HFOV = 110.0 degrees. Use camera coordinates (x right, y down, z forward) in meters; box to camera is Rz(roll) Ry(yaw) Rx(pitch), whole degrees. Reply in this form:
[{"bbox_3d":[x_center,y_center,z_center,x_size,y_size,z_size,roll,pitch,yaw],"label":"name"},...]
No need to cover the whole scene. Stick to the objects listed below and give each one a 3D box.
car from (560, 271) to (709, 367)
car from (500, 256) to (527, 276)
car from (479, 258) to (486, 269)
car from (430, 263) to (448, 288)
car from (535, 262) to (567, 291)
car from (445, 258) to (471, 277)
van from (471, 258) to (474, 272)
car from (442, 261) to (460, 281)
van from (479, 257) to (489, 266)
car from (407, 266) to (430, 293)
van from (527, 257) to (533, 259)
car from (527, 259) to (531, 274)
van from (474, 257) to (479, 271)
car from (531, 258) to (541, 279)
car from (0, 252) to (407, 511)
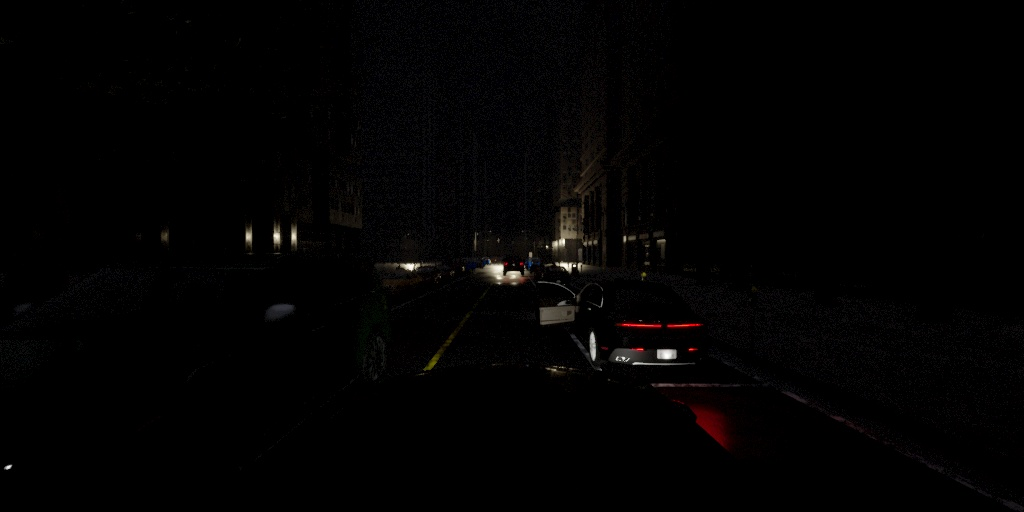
[{"bbox_3d":[2.372,1.254,7.900,1.837,1.490,4.892,0,0,0],"label":"car"},{"bbox_3d":[0.181,0.976,38.297,2.150,2.045,5.566,0,0,0],"label":"car"},{"bbox_3d":[-5.610,1.343,57.954,1.802,1.307,4.207,0,0,0],"label":"car"},{"bbox_3d":[-5.702,1.333,23.890,1.802,1.307,4.207,0,0,0],"label":"car"},{"bbox_3d":[2.823,1.302,23.875,2.007,1.370,4.403,0,0,0],"label":"car"},{"bbox_3d":[-5.672,1.068,35.244,2.192,1.841,5.009,0,0,0],"label":"car"},{"bbox_3d":[-5.656,1.095,40.922,1.690,1.789,3.998,0,0,0],"label":"van"},{"bbox_3d":[-5.687,1.334,29.567,1.802,1.307,4.207,0,0,0],"label":"car"},{"bbox_3d":[-5.595,1.105,63.632,1.690,1.789,3.998,0,0,0],"label":"van"},{"bbox_3d":[-5.718,1.276,18.042,1.751,1.417,4.829,0,0,0],"label":"car"},{"bbox_3d":[2.884,1.097,46.586,1.690,1.789,3.998,0,0,0],"label":"van"},{"bbox_3d":[2.869,1.305,40.908,2.007,1.370,4.403,0,0,0],"label":"car"},{"bbox_3d":[-5.641,1.097,46.599,1.690,1.789,3.998,0,0,0],"label":"van"},{"bbox_3d":[2.838,1.192,29.552,1.967,1.591,4.097,0,0,0],"label":"car"},{"bbox_3d":[-3.093,0.971,3.904,2.150,2.045,5.566,0,0,0],"label":"car"}]
